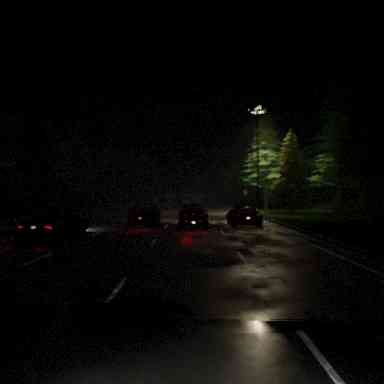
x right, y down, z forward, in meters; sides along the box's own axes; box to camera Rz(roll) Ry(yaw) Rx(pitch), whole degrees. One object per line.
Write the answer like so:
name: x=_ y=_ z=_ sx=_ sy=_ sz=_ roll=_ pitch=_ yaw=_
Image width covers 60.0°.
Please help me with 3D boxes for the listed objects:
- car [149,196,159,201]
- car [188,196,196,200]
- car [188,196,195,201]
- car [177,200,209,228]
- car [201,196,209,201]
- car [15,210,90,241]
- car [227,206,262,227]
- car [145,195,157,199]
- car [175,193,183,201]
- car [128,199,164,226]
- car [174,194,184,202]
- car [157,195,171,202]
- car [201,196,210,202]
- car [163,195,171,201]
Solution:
car: x=-10.524 y=1.751 z=92.027 sx=2.033 sy=1.411 sz=5.357 roll=0 pitch=0 yaw=0
car: x=-0.022 y=1.858 z=82.058 sx=1.895 sy=1.301 sz=4.718 roll=0 pitch=0 yaw=0
car: x=-0.024 y=1.807 z=92.059 sx=1.895 sy=1.301 sz=4.718 roll=0 pitch=0 yaw=0
car: x=0.095 y=1.581 z=22.553 sx=1.837 sy=1.490 sz=4.892 roll=0 pitch=0 yaw=0
car: x=3.476 y=1.765 z=92.030 sx=1.994 sy=1.385 sz=4.181 roll=0 pitch=0 yaw=0
car: x=-6.903 y=1.604 z=17.010 sx=2.033 sy=1.411 sz=5.357 roll=0 pitch=0 yaw=0
car: x=3.595 y=1.642 z=23.287 sx=1.994 sy=1.385 sz=4.181 roll=0 pitch=0 yaw=0
car: x=-10.522 y=1.618 z=82.413 sx=2.097 sy=1.767 sz=4.553 roll=0 pitch=0 yaw=0
car: x=-3.524 y=1.438 z=92.476 sx=2.150 sy=2.045 sz=5.566 roll=0 pitch=0 yaw=0
car: x=-3.406 y=1.557 z=24.251 sx=1.882 sy=1.535 sz=5.008 roll=0 pitch=0 yaw=0
car: x=-3.522 y=1.824 z=82.411 sx=1.994 sy=1.385 sz=4.181 roll=0 pitch=0 yaw=0
car: x=-7.022 y=1.787 z=82.443 sx=1.812 sy=1.442 sz=4.674 roll=0 pitch=0 yaw=0
car: x=3.478 y=1.858 z=82.059 sx=1.895 sy=1.301 sz=4.718 roll=0 pitch=0 yaw=0
car: x=-7.024 y=1.690 z=92.444 sx=1.882 sy=1.535 sz=5.008 roll=0 pitch=0 yaw=0
